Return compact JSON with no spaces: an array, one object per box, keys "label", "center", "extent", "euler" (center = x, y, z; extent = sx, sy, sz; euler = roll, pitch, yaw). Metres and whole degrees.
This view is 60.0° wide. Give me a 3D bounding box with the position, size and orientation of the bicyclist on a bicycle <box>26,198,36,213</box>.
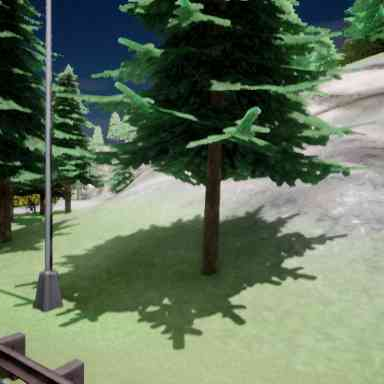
[{"label":"bicyclist on a bicycle","center":[-17.337,1.474,35.692],"extent":[1.656,1.620,0.582],"euler":[-3,1,23]}]
